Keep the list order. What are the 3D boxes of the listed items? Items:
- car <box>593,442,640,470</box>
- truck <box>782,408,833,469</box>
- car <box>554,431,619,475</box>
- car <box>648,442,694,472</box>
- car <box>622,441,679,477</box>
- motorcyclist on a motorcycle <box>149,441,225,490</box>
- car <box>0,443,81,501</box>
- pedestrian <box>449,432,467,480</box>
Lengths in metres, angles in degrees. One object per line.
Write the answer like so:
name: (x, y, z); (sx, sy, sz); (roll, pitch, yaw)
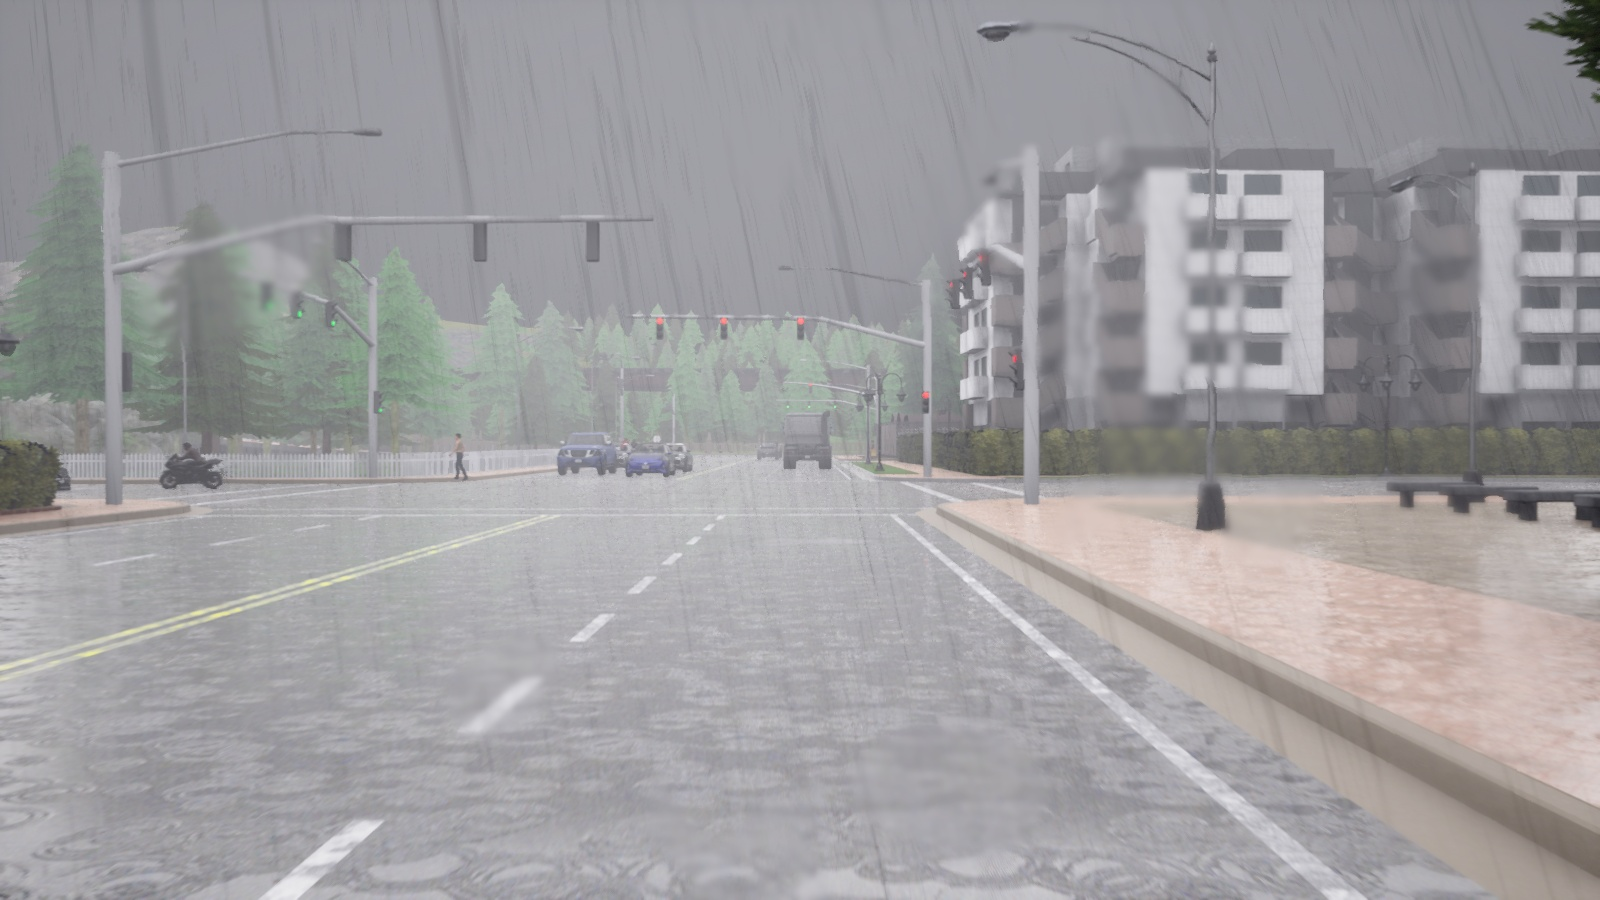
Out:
car: (-10.093, 0.313, 69.287); (1.970, 1.475, 3.806); (0, 0, 0)
truck: (0.441, -0.658, 74.985); (2.891, 3.462, 7.936); (0, 0, 0)
car: (-10.145, 0.118, 60.161); (2.150, 2.045, 5.566); (0, 0, 0)
car: (-6.617, 0.342, 64.752); (1.970, 1.475, 3.806); (0, 0, 1)
car: (-6.665, 0.370, 56.373); (2.007, 1.525, 4.514); (0, 0, 0)
motorcyclist on a motorcycle: (-19.534, 0.487, 40.048); (2.044, 1.523, 0.797); (0, 1, 0)
car: (-21.871, 0.548, 32.981); (4.892, 1.490, 1.837); (0, 0, -1)
pedestrian: (-13.226, 0.221, 48.597); (0.594, 1.836, 0.345); (0, 0, 6)
